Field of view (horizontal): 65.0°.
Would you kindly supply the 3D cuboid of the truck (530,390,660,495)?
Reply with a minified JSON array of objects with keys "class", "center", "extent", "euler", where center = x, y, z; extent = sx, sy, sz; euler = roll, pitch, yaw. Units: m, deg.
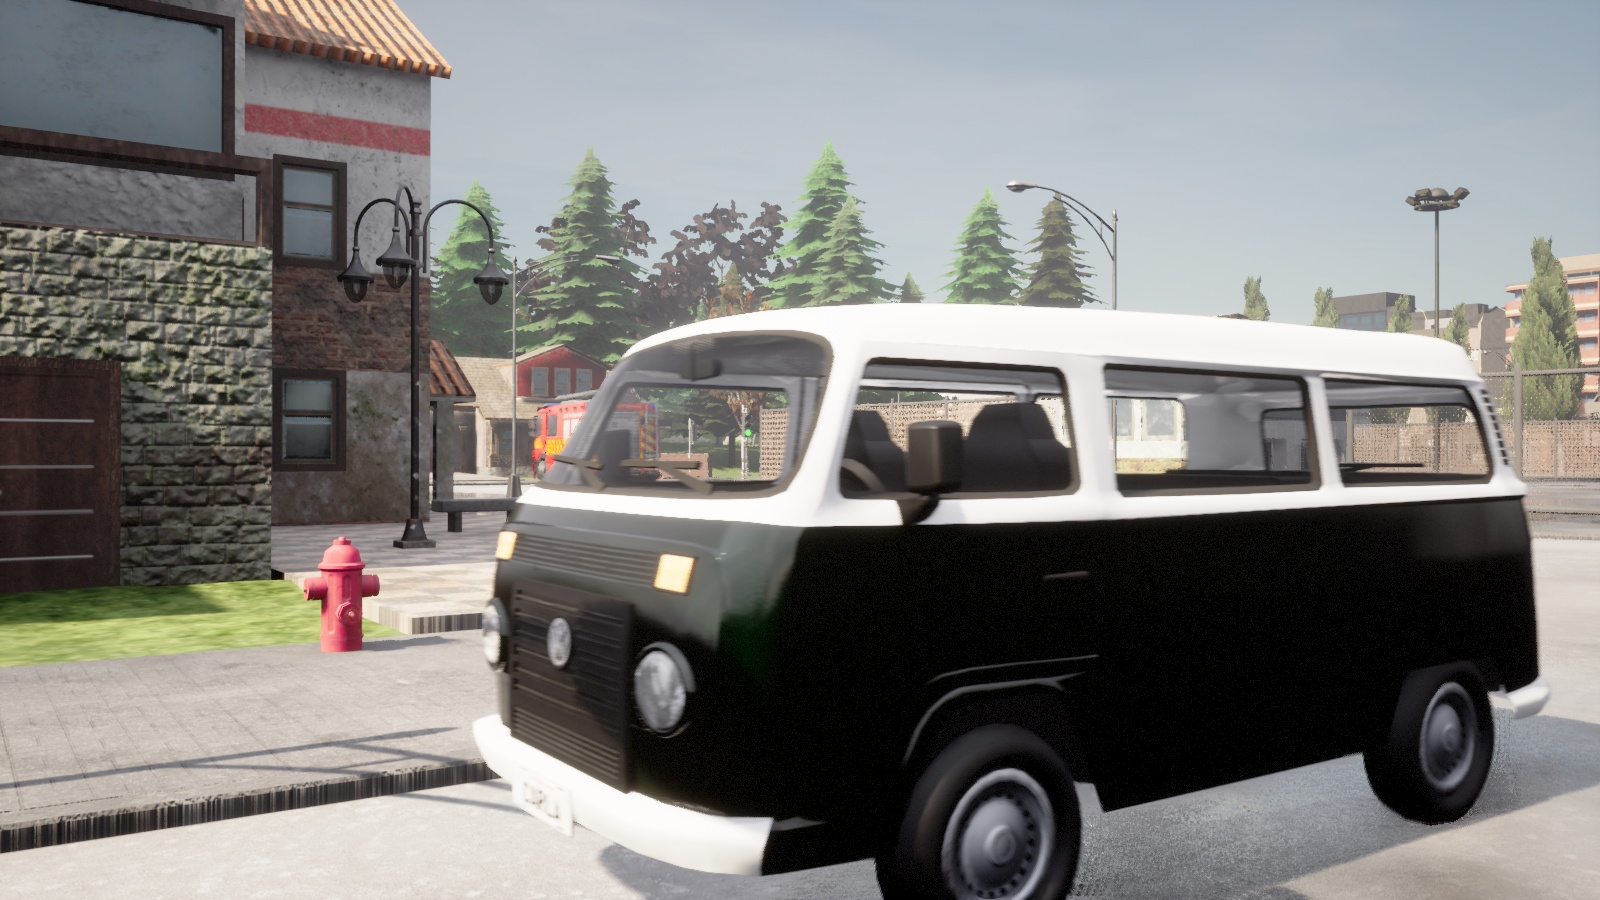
[{"class":"truck","center":[-8.367,-0.279,50.301],"extent":[2.891,3.827,8.468],"euler":[-1,0,-25]}]

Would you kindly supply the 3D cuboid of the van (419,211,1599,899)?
[{"class":"van","center":[1.051,0.478,4.970],"extent":[4.480,2.038,2.069],"euler":[0,0,-34]}]
